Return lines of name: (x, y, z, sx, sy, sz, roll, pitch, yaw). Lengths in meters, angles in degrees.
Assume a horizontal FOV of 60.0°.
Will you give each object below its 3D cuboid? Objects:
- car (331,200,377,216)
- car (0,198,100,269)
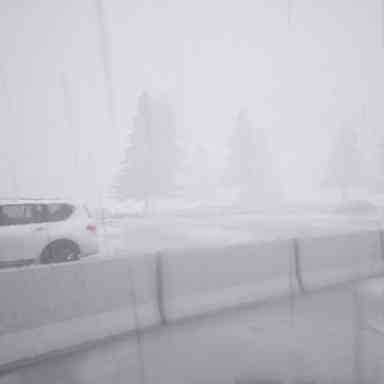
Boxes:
car: (15.850, 1.526, 32.575, 4.902, 1.511, 2.128, 0, 0, -24)
car: (-5.277, 1.188, 8.717, 5.566, 2.045, 2.150, 0, 0, -35)
